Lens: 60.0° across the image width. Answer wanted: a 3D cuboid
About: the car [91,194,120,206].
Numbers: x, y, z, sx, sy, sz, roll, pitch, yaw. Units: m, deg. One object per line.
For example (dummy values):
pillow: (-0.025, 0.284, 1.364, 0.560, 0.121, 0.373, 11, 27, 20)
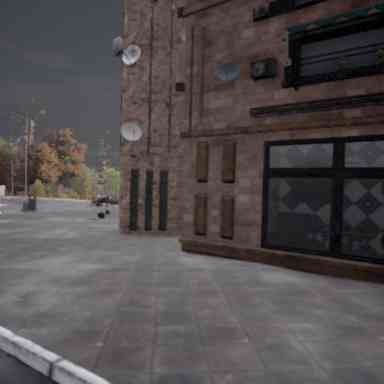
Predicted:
car: (-11.108, 1.071, 44.001, 1.812, 1.442, 4.674, 2, -2, 40)
